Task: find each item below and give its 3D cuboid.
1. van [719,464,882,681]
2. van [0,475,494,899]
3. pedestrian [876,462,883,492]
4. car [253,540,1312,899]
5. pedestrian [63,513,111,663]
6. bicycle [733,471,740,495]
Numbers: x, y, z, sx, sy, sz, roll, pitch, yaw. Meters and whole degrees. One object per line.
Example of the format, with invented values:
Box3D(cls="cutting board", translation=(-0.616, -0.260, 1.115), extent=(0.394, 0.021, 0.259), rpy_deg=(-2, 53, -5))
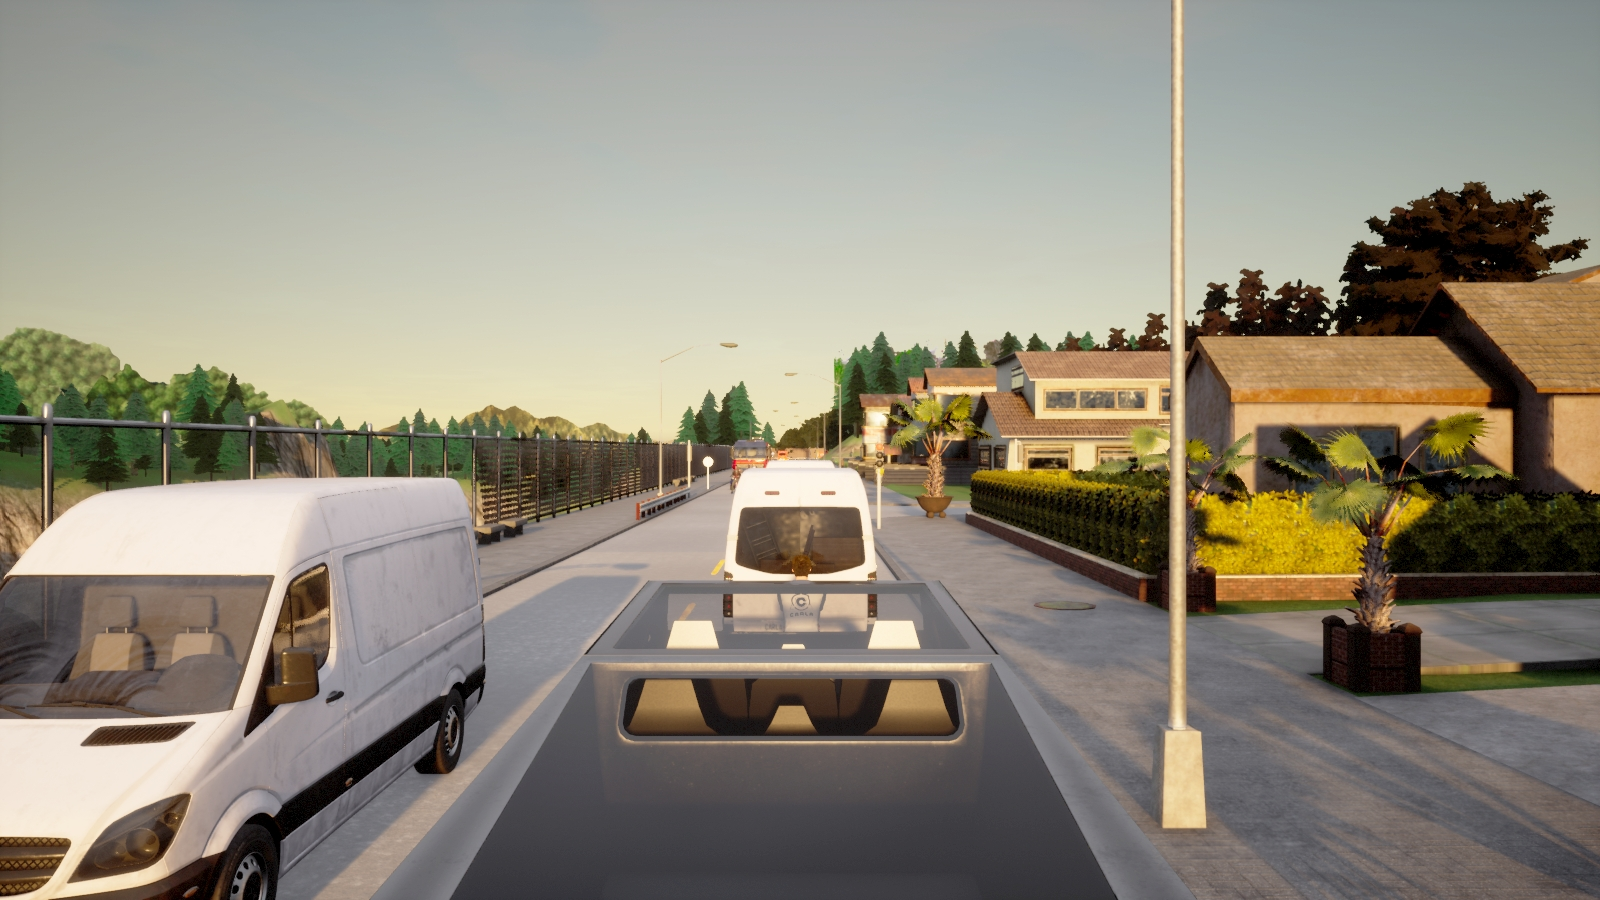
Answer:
Box3D(cls="van", translation=(0.009, 1.528, 16.844), extent=(1.988, 2.561, 5.915), rpy_deg=(0, 0, 0))
Box3D(cls="van", translation=(-3.993, 1.531, 8.228), extent=(1.988, 2.561, 5.915), rpy_deg=(0, 0, 0))
Box3D(cls="pedestrian", translation=(5.021, 1.716, 72.574), extent=(0.375, 1.860, 0.375), rpy_deg=(0, 0, -6))
Box3D(cls="car", translation=(-0.034, 1.751, 5.716), extent=(2.390, 2.098, 6.274), rpy_deg=(0, 0, 0))
Box3D(cls="pedestrian", translation=(-9.062, 1.738, 14.525), extent=(0.375, 1.860, 0.375), rpy_deg=(0, 0, 0))
Box3D(cls="bicycle", translation=(-3.968, 2.032, 71.211), extent=(0.329, 1.471, 1.835), rpy_deg=(0, 0, 0))
